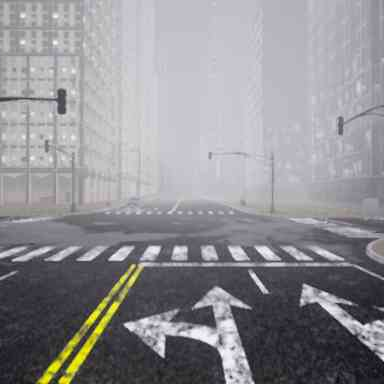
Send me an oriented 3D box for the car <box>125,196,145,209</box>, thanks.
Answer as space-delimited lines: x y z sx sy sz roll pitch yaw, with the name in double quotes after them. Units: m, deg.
-7.051 1.341 41.427 1.837 1.490 4.892 0 1 -1 "car"
